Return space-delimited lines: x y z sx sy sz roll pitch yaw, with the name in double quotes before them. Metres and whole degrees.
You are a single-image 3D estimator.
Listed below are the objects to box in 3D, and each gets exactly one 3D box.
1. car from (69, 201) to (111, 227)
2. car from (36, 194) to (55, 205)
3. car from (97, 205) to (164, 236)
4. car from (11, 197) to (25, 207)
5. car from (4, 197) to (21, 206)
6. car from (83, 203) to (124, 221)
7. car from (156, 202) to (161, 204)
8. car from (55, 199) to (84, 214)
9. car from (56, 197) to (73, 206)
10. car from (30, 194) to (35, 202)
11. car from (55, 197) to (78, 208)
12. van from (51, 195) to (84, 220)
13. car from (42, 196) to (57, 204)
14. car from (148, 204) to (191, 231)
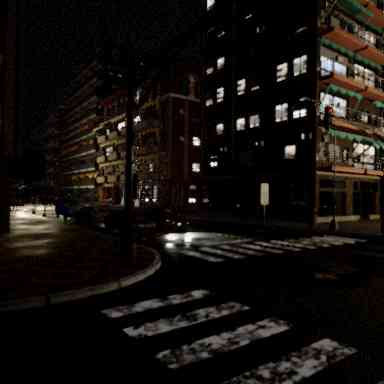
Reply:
"car" -6.734 1.561 22.969 1.752 1.417 4.829 1 -1 -36
"car" -25.776 1.309 59.458 2.150 2.045 5.566 1 -1 -36
"car" -3.534 1.627 18.505 1.802 1.307 4.206 1 -1 -36
"car" -26.541 1.517 50.584 1.752 1.417 4.829 1 -1 -36
"car" -29.940 1.532 55.323 1.887 1.381 4.507 1 -1 -36
"car" -7.766 1.673 28.847 1.895 1.301 4.718 1 -1 -36
"car" -3.425 1.698 32.732 1.752 1.417 4.829 1 -1 -36
"car" -13.827 1.564 37.320 1.837 1.490 4.892 1 -1 -35
"car" -23.231 1.659 60.345 1.752 1.417 4.829 1 -1 -36
"car" -36.433 1.665 78.752 1.752 1.417 4.829 1 -1 -36
"car" -18.781 1.578 49.700 1.882 1.535 5.008 1 -2 -36
"van" -10.132 1.367 27.712 1.690 1.788 3.998 1 -1 -36
"car" -29.732 1.573 69.412 1.967 1.590 4.097 1 -1 -36
"car" -1.874 1.653 20.626 1.994 1.385 4.181 1 -1 -36
